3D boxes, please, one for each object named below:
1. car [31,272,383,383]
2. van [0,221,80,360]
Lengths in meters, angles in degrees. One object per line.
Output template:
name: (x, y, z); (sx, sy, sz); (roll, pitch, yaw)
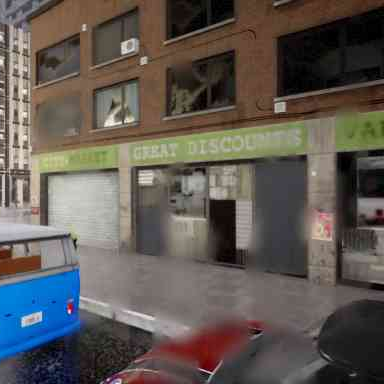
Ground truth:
car: (1.147, 1.440, 1.909); (4.097, 1.590, 1.967); (0, 0, 35)
van: (-3.492, 1.343, 5.204); (3.998, 1.788, 1.690); (0, 0, 35)
